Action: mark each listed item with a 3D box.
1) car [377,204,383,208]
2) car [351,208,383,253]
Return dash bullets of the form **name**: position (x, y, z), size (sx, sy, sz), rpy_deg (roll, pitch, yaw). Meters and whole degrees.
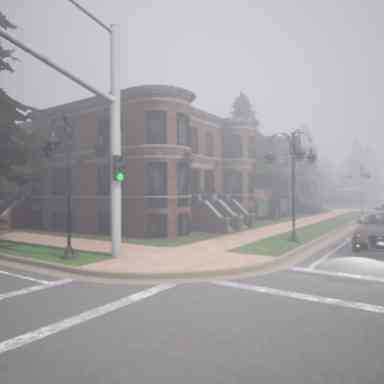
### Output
- **car**: position (12.297, 1.321, 19.984), size (2.097, 1.767, 4.553), rpy_deg (-1, 0, 34)
- **car**: position (7.478, 1.546, 12.840), size (1.994, 1.385, 4.181), rpy_deg (-1, 0, 34)
